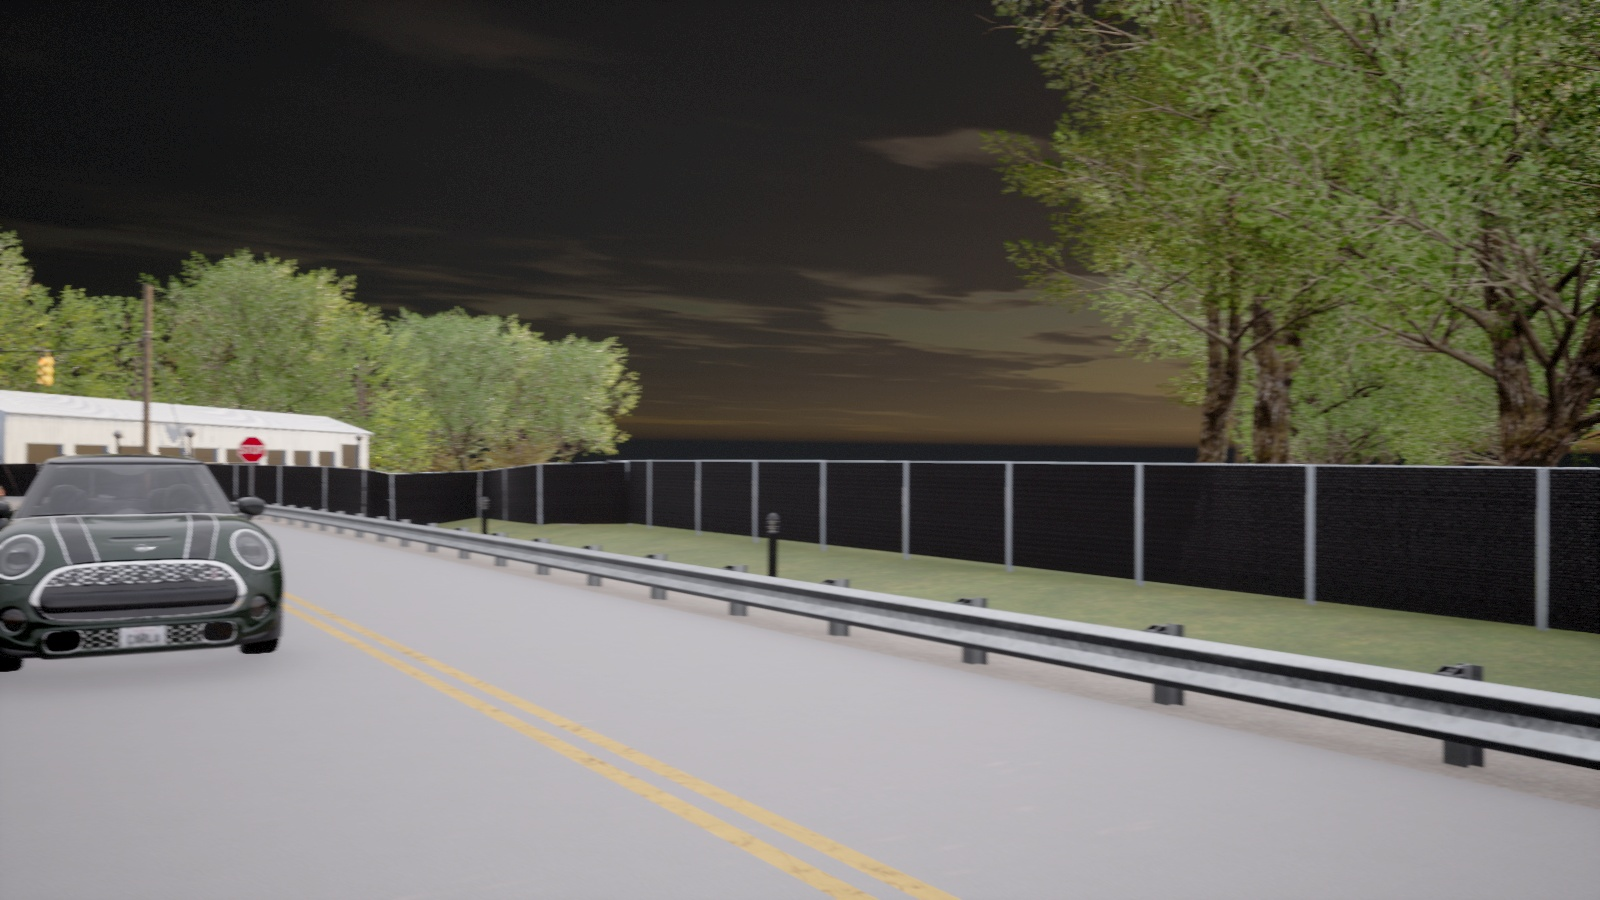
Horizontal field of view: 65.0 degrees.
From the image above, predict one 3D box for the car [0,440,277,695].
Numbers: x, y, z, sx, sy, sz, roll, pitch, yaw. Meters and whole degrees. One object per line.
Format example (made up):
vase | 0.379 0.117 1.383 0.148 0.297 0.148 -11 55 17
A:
car | -6.125 0.848 11.026 2.097 1.767 4.553 0 -1 -32
